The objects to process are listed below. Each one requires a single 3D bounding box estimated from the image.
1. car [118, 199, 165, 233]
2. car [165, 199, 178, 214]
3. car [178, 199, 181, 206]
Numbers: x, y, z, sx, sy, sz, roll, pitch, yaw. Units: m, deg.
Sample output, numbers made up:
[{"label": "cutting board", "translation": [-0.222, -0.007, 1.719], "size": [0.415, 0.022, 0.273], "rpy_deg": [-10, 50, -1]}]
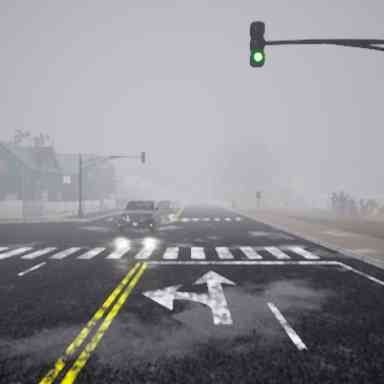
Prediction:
[{"label": "car", "translation": [-3.265, 1.501, 21.732], "size": [2.150, 2.045, 5.566], "rpy_deg": [0, -1, 0]}, {"label": "car", "translation": [-3.281, 1.751, 41.554], "size": [2.097, 1.767, 4.553], "rpy_deg": [0, -1, 0]}, {"label": "car", "translation": [-3.305, 2.334, 72.712], "size": [2.033, 1.411, 5.357], "rpy_deg": [0, -1, 0]}]
